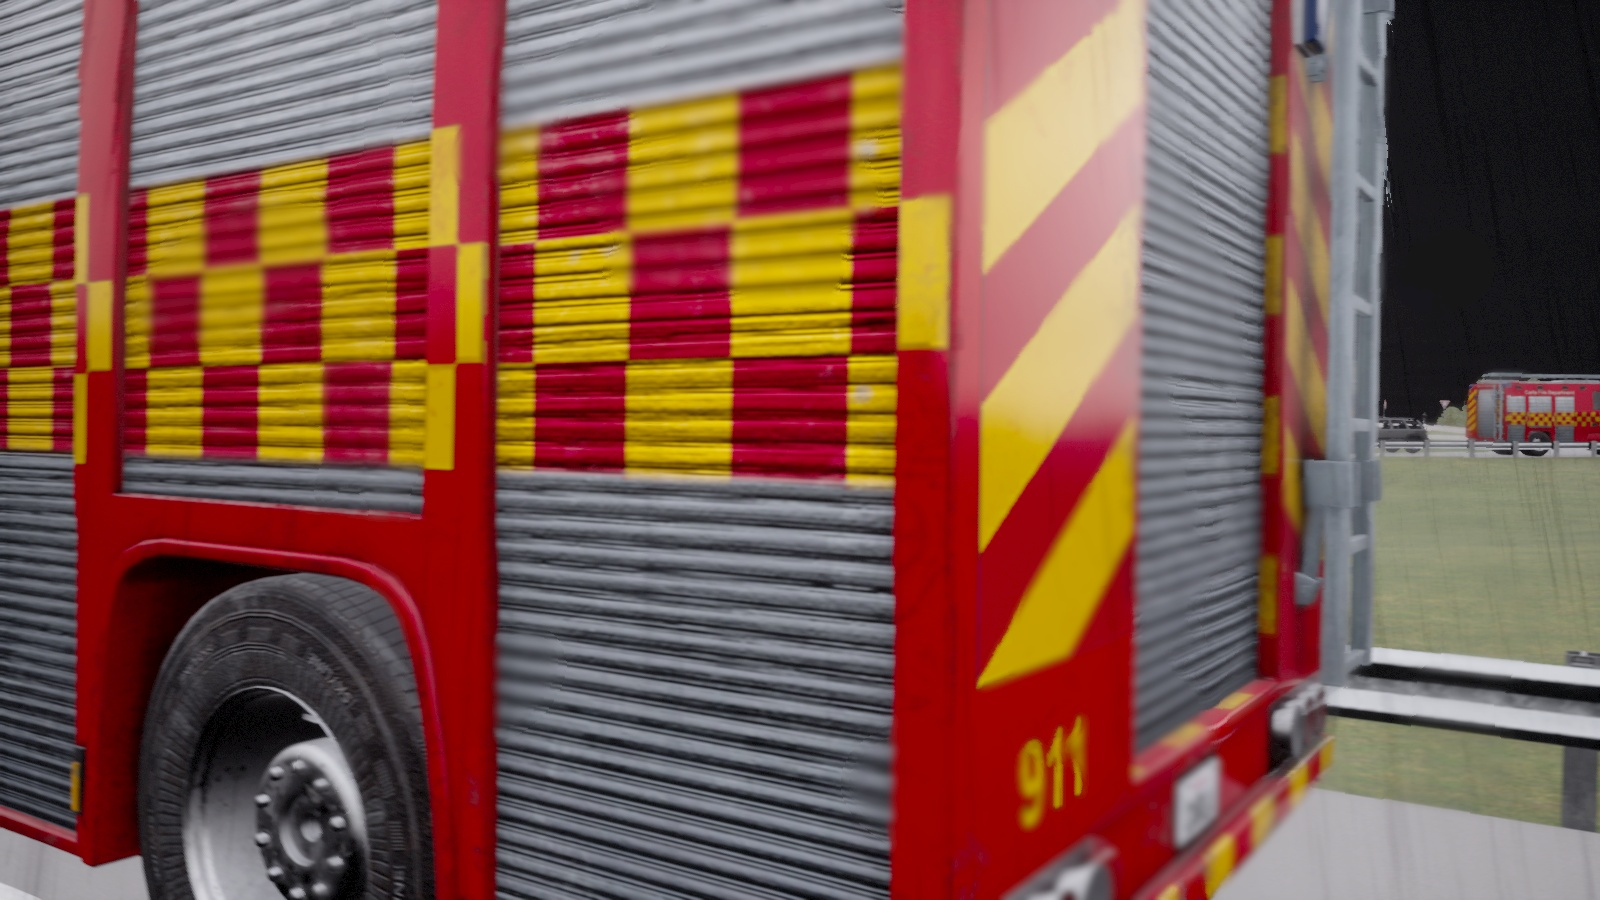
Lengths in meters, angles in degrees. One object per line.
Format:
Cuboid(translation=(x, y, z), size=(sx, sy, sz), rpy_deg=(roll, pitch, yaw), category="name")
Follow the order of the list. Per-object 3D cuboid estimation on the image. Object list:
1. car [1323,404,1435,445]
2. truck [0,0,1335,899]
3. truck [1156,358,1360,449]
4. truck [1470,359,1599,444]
Cuboid(translation=(28.147, -1.227, 61.085), size=(4.605, 1.855, 1.932), rpy_deg=(-1, 1, -7), category="car")
Cuboid(translation=(-2.547, -0.500, 5.322), size=(8.468, 3.827, 2.891), rpy_deg=(0, 1, 34), category="truck")
Cuboid(translation=(20.757, -2.018, 57.018), size=(8.468, 3.827, 2.891), rpy_deg=(-1, 1, 24), category="truck")
Cuboid(translation=(36.455, -2.304, 59.072), size=(8.468, 3.827, 2.891), rpy_deg=(-1, 2, -5), category="truck")
